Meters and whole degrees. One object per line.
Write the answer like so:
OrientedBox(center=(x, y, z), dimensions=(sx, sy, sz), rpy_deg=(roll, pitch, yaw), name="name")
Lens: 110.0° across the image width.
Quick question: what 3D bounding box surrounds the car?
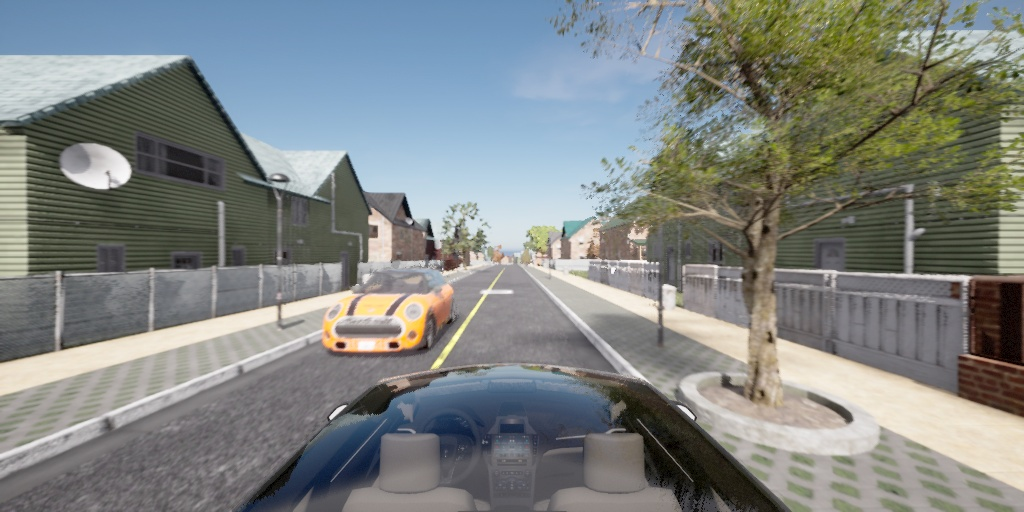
OrientedBox(center=(-2.749, 1.105, 9.027), dimensions=(2.097, 1.767, 4.553), rpy_deg=(0, 0, 0), name="car")
